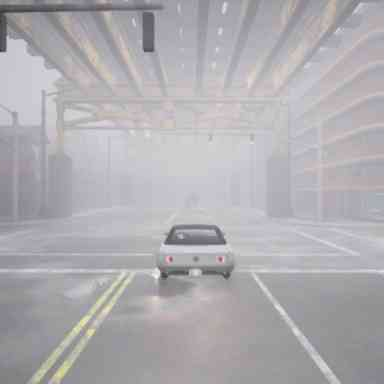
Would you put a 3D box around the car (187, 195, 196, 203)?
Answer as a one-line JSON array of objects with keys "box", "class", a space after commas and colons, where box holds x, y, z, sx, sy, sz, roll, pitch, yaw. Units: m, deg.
[{"box": [-0.033, 1.485, 71.509, 1.837, 1.490, 4.892, 0, 1, 0], "class": "car"}]

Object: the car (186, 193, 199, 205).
[{"box": [0.070, 1.278, 60.918, 2.150, 2.045, 5.566, 0, 0, 0], "class": "car"}]

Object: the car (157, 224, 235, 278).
[{"box": [0.092, 1.621, 10.119, 1.895, 1.301, 4.718, 0, 0, 0], "class": "car"}]
